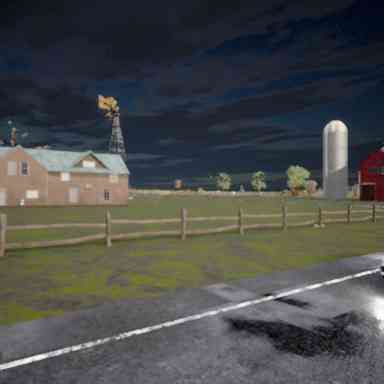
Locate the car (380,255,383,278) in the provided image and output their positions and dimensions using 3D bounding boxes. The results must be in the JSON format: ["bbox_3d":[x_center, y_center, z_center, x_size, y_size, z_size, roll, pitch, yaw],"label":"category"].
[{"bbox_3d":[6.945,1.635,8.954,4.674,1.442,1.812,1,-1,-36],"label":"car"}]
